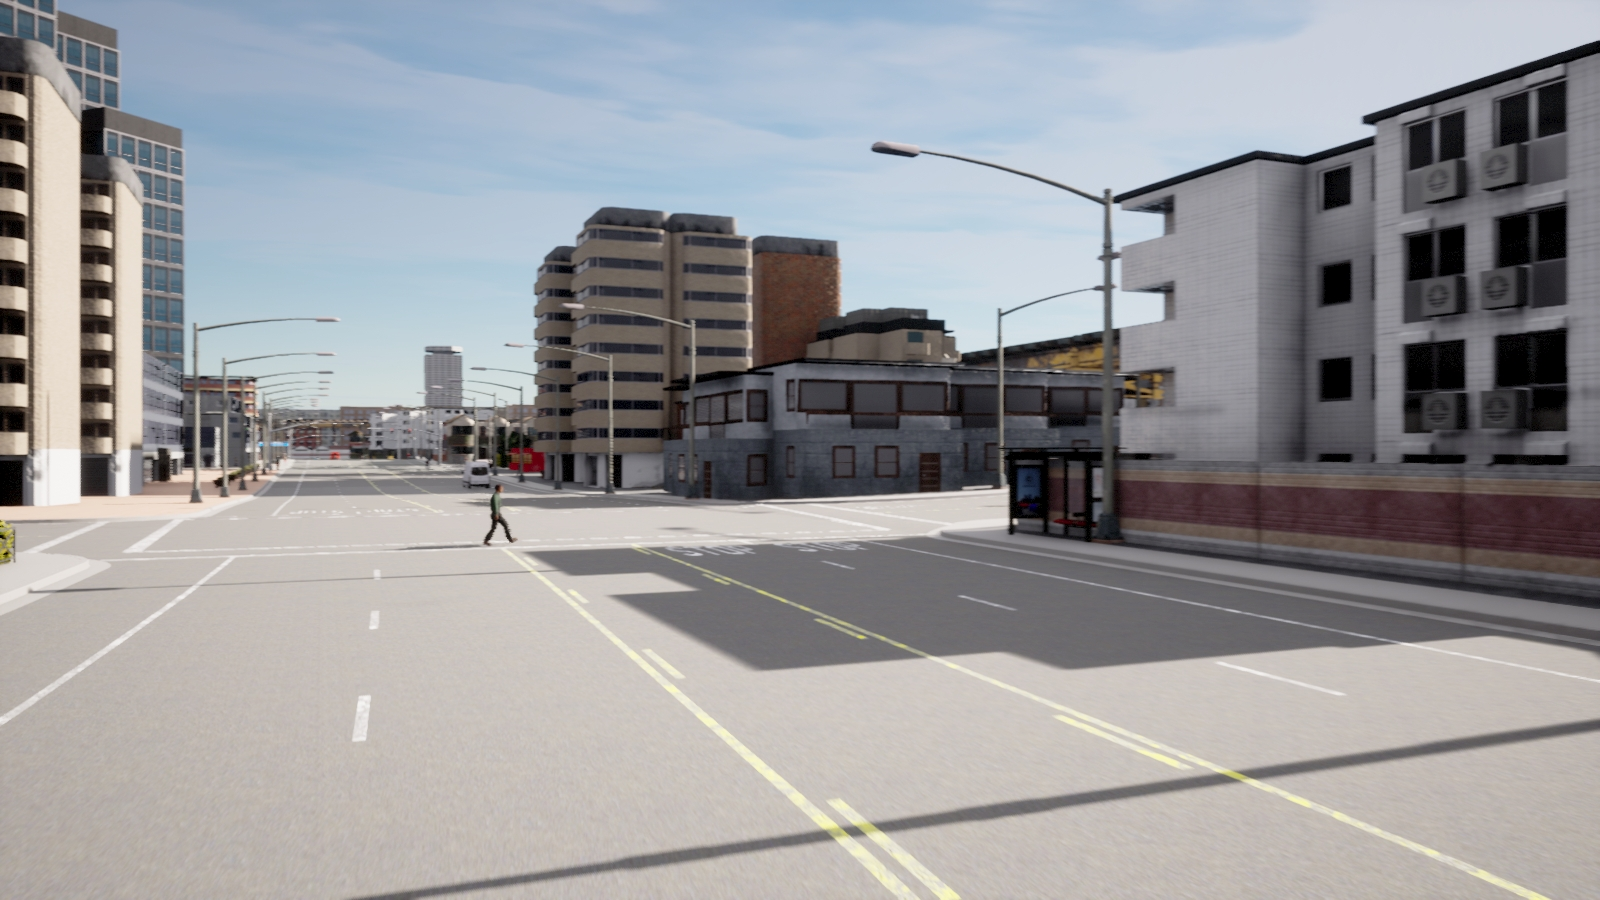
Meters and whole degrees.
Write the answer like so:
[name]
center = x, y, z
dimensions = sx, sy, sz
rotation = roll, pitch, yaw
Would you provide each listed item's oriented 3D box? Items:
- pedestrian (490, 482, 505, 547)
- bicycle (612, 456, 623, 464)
[pedestrian]
center = -8.781, 1.860, 33.161
dimensions = 0.375, 1.860, 0.375
rotation = 0, 0, -21
[bicycle]
center = -28.713, 1.557, 179.900
dimensions = 1.487, 1.301, 0.859
rotation = -2, 1, -45
